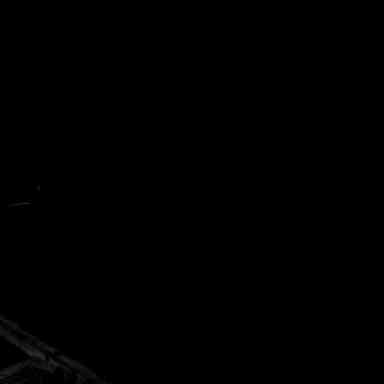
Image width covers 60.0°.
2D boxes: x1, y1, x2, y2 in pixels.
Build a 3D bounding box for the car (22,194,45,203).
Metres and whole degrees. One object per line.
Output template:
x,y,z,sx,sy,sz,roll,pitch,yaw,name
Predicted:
-28.132,1.066,59.200,1.895,1.301,4.718,-5,3,4,car
